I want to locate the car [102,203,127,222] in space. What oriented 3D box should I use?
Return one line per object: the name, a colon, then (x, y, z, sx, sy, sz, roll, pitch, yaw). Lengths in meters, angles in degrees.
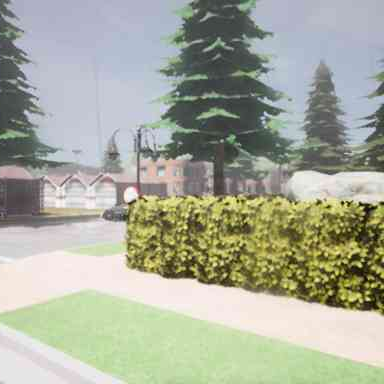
car: (-4.743, 1.487, 25.270, 1.994, 1.385, 4.181, 0, 0, 35)
